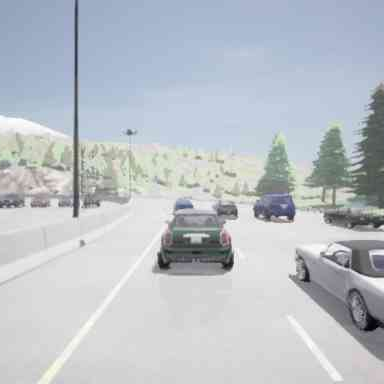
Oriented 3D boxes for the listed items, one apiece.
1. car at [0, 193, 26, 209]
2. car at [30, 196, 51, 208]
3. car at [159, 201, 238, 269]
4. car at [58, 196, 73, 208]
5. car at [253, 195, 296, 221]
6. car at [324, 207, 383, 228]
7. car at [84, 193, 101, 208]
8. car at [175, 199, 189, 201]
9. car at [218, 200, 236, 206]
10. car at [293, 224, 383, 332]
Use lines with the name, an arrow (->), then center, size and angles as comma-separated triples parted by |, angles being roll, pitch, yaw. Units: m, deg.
car -> -24.638, 1.167, 45.810 | 2.150, 2.045, 5.566 | 0, 0, -13
car -> -21.362, 1.305, 47.021 | 2.097, 1.767, 4.553 | 0, 0, -13
car -> 0.120, 1.350, 11.308 | 2.097, 1.767, 4.553 | 0, 0, 0
car -> -18.015, 1.311, 48.165 | 2.097, 1.767, 4.553 | 0, 0, -13
car -> 6.648, 1.232, 27.393 | 2.150, 2.045, 5.566 | 0, 0, -4
car -> 10.437, 1.618, 21.754 | 1.895, 1.301, 4.718 | 0, 0, -2
car -> -14.592, 1.181, 48.973 | 2.150, 2.045, 5.566 | 0, 0, -13
car -> -1.004, 1.471, 33.668 | 1.882, 1.535, 5.008 | 0, 0, -7
car -> 2.872, 1.493, 30.204 | 2.128, 1.511, 4.902 | 0, 0, -5
car -> 3.613, 1.607, 6.773 | 1.895, 1.301, 4.718 | 0, 0, 0
